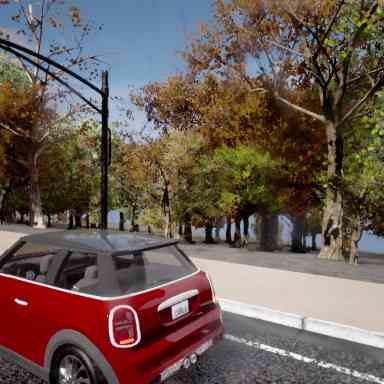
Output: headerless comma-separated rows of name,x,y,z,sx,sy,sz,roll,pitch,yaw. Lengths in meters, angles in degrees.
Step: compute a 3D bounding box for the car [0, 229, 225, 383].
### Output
car,-1.861,1.351,5.012,4.553,1.767,2.097,0,0,36
